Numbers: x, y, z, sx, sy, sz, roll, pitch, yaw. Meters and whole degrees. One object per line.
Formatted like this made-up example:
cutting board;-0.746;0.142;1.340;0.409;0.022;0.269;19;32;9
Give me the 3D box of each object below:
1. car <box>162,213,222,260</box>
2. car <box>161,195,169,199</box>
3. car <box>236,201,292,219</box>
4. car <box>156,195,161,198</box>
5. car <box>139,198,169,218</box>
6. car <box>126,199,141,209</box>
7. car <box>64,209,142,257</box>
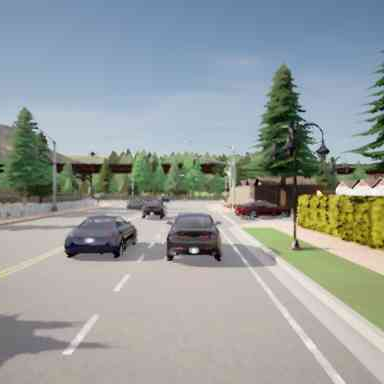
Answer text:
car;0.073;1.543;12.605;1.837;1.490;4.892;0;0;0
car;-6.741;1.497;74.177;2.097;1.767;4.553;0;0;-27
car;6.295;1.526;29.103;5.008;1.535;1.882;0;-2;-15
car;-7.003;1.484;58.492;1.895;1.301;4.718;0;0;0
car;-3.416;1.595;30.808;1.837;1.490;4.892;0;0;0
car;-7.094;1.628;42.070;1.837;1.490;4.892;0;0;0
car;-3.424;1.603;13.178;1.994;1.385;4.181;0;0;0
